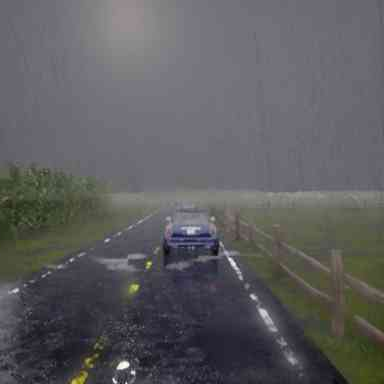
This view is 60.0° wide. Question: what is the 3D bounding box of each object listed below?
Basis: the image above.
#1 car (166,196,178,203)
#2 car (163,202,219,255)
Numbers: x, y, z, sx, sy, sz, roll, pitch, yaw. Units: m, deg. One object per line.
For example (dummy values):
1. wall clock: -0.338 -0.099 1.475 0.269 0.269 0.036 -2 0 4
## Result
1. car: -4.284 1.829 71.711 2.150 2.045 5.566 0 0 -2
2. car: -0.048 1.479 14.108 2.097 1.767 4.553 0 -1 0
